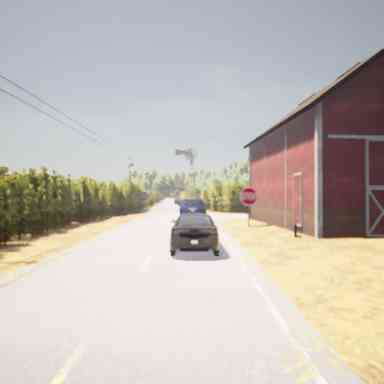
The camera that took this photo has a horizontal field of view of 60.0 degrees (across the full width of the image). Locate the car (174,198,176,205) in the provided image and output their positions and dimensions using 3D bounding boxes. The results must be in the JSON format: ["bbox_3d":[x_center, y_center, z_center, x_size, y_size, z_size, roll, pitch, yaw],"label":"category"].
[{"bbox_3d":[-3.190,2.329,80.932,1.882,1.535,5.008,0,-1,-4],"label":"car"}]

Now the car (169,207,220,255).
[{"bbox_3d":[0.111,1.629,14.136,1.882,1.535,5.008,0,0,1],"label":"car"}]

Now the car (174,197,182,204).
[{"bbox_3d":[-3.931,2.240,91.297,2.097,1.767,4.553,0,-1,-4],"label":"car"}]

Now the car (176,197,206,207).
[{"bbox_3d":[0.010,1.518,27.519,2.150,2.045,5.566,0,0,-1],"label":"car"}]
